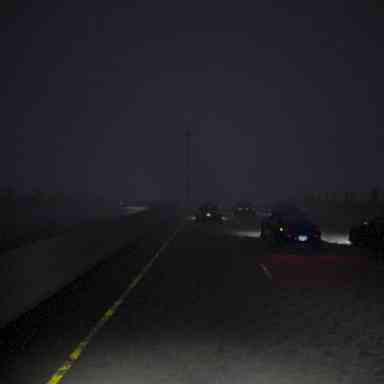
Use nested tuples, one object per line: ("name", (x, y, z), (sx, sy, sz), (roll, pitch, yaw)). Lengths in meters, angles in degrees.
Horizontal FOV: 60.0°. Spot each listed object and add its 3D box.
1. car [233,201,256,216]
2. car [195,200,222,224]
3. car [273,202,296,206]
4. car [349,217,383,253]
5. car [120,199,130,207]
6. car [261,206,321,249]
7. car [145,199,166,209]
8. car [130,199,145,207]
("car", (5.132, 1.607, 32.792), (2.033, 1.411, 5.357), (0, 0, 3))
("car", (1.276, 1.602, 25.589), (1.994, 1.385, 4.181), (0, 0, 3))
("car", (8.513, 1.593, 30.291), (1.812, 1.442, 4.674), (0, 0, 3))
("car", (7.663, 1.605, 12.570), (1.994, 1.385, 4.181), (0, 0, 3))
("car", (-11.224, 1.970, 58.601), (1.837, 1.490, 4.892), (0, -4, 3))
("car", (4.256, 1.559, 14.748), (1.812, 1.442, 4.674), (0, 0, 3))
("car", (-4.843, 1.659, 46.478), (1.895, 1.301, 4.718), (0, -1, 3))
("car", (-8.013, 1.757, 52.895), (1.994, 1.385, 4.181), (0, -2, 3))
